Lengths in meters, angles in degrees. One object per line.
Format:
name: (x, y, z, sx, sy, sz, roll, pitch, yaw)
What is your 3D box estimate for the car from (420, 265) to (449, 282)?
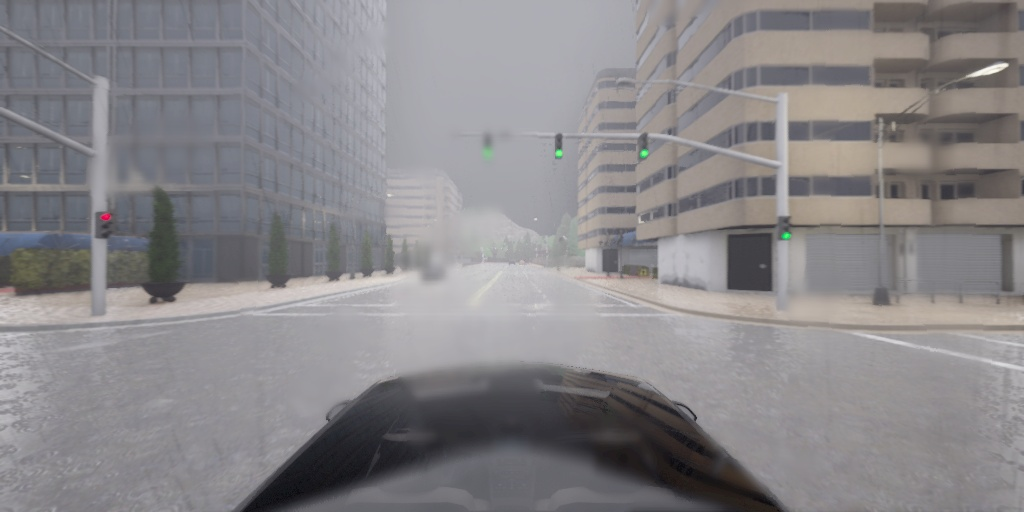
car: (-7.007, 1.611, 32.643, 1.837, 1.490, 4.892, 0, 1, 0)
